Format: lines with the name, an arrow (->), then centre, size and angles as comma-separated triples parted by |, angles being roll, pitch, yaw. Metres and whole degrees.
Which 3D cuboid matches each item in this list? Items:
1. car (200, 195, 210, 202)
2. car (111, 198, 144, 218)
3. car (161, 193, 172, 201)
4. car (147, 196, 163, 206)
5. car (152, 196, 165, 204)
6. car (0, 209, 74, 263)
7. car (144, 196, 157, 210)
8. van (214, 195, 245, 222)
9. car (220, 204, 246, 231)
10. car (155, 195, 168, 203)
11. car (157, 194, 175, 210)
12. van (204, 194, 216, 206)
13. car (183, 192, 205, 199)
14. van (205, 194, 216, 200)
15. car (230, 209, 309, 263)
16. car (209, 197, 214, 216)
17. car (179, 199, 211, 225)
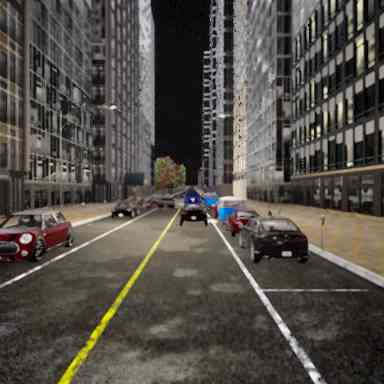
car -> 2.703, 1.293, 68.617 | 1.947, 1.339, 4.313 | 0, 0, 0
car -> -5.686, 1.466, 28.730 | 1.947, 1.339, 4.313 | 0, 0, 0
car -> -5.676, 1.140, 74.316 | 1.967, 1.590, 4.097 | 0, 0, 0
car -> -5.682, 1.351, 51.523 | 1.887, 1.381, 4.507 | 0, 0, 0
car -> -5.680, 1.364, 57.222 | 1.802, 1.307, 4.206 | 0, 0, 0
car -> -5.690, 1.404, 11.636 | 1.967, 1.590, 4.097 | 0, 0, 0
car -> -5.684, 1.436, 40.127 | 1.802, 1.307, 4.206 | 0, 0, 0
van -> 2.693, 1.263, 23.028 | 1.690, 1.788, 3.998 | 0, 0, 0
car -> 2.692, 1.526, 17.330 | 1.802, 1.307, 4.206 | 0, 0, 0
car -> -5.679, 1.306, 62.919 | 2.008, 1.369, 4.403 | 0, 0, 0
car -> -3.082, 1.327, 41.142 | 1.882, 1.535, 5.008 | 0, 0, 0
van -> 2.699, 1.147, 51.520 | 1.690, 1.788, 3.998 | 0, 0, 0
car -> 0.108, 1.066, 41.826 | 2.150, 2.045, 5.566 | 0, 0, 0
van -> 2.698, 1.172, 45.820 | 1.690, 1.788, 3.998 | 0, 0, 0
car -> 2.691, 1.514, 11.633 | 2.008, 1.369, 4.403 | 0, 0, 0
car -> 2.695, 1.445, 28.727 | 1.887, 1.381, 4.507 | 0, 0, 0
car -> 0.105, 1.447, 23.166 | 1.812, 1.442, 4.674 | 0, 0, 0
